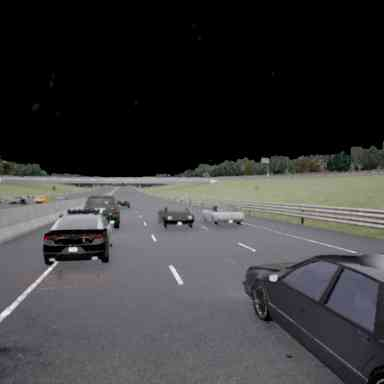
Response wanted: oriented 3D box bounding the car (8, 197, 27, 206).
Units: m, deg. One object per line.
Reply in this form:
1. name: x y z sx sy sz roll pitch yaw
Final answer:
1. car: -29.825 1.617 56.875 1.994 1.385 4.181 0 0 -11

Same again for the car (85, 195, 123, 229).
1. car: -5.801 1.230 21.680 2.150 2.045 5.566 0 0 -11

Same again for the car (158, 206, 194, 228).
1. car: -1.195 1.606 22.349 1.895 1.301 4.718 0 0 -11

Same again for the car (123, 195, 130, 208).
1. car: -10.109 1.403 48.366 2.097 1.767 4.553 0 0 -11

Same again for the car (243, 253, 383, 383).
1. car: 2.373 1.547 4.336 2.033 1.411 5.357 0 0 -11

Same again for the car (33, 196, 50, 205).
1. car: -26.739 1.529 59.270 1.882 1.535 5.008 0 0 -11

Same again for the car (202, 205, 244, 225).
1. car: 2.080 1.607 23.823 1.895 1.301 4.718 0 0 -11

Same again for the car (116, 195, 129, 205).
1. car: -12.646 1.405 60.523 2.097 1.767 4.553 0 0 -12

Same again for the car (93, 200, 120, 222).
1. car: -6.977 1.491 27.539 1.882 1.535 5.008 0 0 -11

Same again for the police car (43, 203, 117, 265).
1. police car: -3.864 1.425 11.942 1.930 1.638 5.238 0 0 -11

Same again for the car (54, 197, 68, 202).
1. car: -23.060 1.579 58.695 1.812 1.442 4.674 0 0 -11
